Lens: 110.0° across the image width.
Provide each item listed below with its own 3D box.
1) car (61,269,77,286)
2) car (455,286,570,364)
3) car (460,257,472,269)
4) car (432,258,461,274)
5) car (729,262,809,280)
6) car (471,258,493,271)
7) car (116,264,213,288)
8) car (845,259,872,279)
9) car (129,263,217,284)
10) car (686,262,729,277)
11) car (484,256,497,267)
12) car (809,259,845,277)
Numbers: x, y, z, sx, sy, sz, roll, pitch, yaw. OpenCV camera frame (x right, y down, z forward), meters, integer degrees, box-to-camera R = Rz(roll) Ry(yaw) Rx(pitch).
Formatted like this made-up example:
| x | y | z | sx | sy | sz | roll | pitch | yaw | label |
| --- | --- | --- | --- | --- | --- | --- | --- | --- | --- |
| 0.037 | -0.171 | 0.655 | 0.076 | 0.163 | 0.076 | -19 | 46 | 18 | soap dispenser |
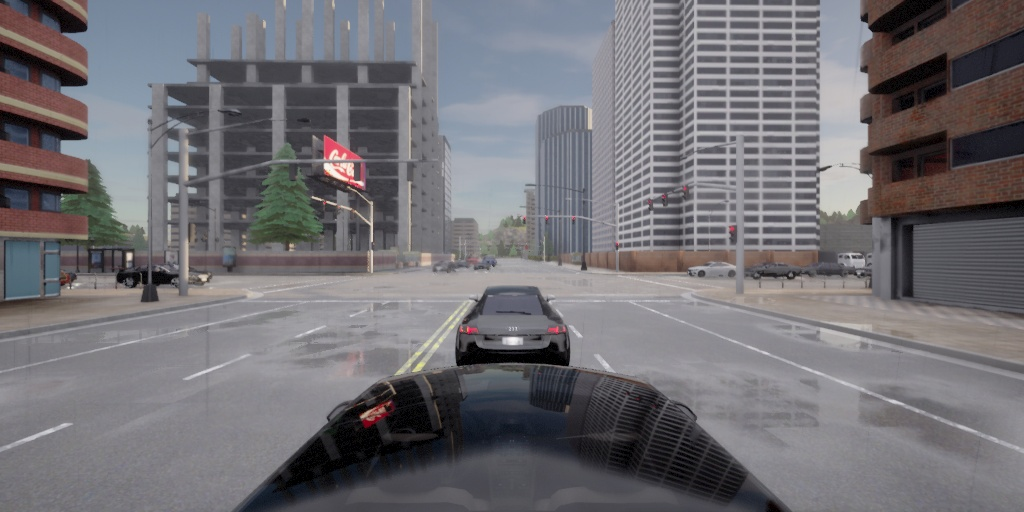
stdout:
| x | y | z | sx | sy | sz | roll | pitch | yaw | label |
| --- | --- | --- | --- | --- | --- | --- | --- | --- | --- |
| -31.119 | 1.098 | 22.631 | 4.553 | 1.767 | 2.097 | 0 | 0 | -1 | car |
| 0.009 | 1.313 | 7.674 | 1.994 | 1.385 | 4.181 | 0 | 0 | 0 | car |
| -7.603 | 1.303 | 54.772 | 1.994 | 1.385 | 4.181 | 0 | 0 | 0 | car |
| -7.811 | 1.233 | 41.703 | 2.128 | 1.511 | 4.902 | 0 | 0 | 4 | car |
| 21.845 | 1.236 | 30.627 | 4.902 | 1.511 | 2.128 | 0 | 0 | -1 | car |
| -4.048 | 1.304 | 48.665 | 1.994 | 1.385 | 4.181 | 0 | 0 | -1 | car |
| -22.017 | 1.237 | 22.763 | 4.902 | 1.511 | 2.128 | 0 | 0 | -1 | car |
| 32.218 | 1.236 | 30.768 | 4.902 | 1.511 | 2.128 | 0 | 0 | -1 | car |
| -24.698 | 1.270 | 26.246 | 4.674 | 1.442 | 1.812 | 0 | 0 | -1 | car |
| 19.080 | 1.269 | 34.066 | 4.674 | 1.442 | 1.812 | 0 | 0 | -1 | car |
| -4.158 | 0.958 | 64.319 | 2.150 | 2.045 | 5.566 | 0 | 0 | 0 | car |
| 29.662 | 1.291 | 34.238 | 5.357 | 1.411 | 2.033 | 0 | 0 | -1 | car |
